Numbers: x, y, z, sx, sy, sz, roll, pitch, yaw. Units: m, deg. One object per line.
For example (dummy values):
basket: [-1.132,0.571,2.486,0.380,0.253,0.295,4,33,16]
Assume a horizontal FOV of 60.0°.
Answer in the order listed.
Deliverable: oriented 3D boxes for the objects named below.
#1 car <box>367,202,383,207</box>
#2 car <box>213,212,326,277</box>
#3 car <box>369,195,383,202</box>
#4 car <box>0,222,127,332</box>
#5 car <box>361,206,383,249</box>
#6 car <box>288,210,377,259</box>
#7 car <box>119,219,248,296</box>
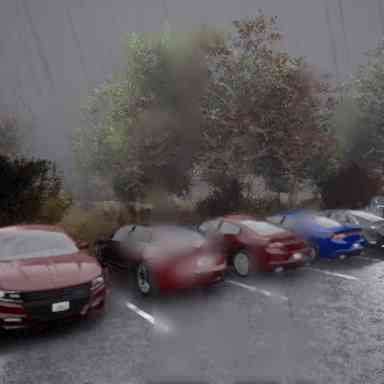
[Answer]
car: [10.445,1.474,17.029,2.231,1.521,4.892,0,0,-35]
car: [1.254,1.478,10.465,2.097,1.535,5.008,0,0,-35]
car: [12.664,1.219,18.567,2.435,2.045,5.566,0,0,-35]
car: [-3.454,1.479,7.125,2.097,1.535,5.008,0,0,-35]
car: [5.854,1.478,13.742,2.231,1.521,4.892,0,0,-35]
car: [3.554,1.478,12.103,2.097,1.535,5.008,0,0,-35]
car: [-1.067,1.508,8.855,2.163,1.488,4.792,0,0,-35]
